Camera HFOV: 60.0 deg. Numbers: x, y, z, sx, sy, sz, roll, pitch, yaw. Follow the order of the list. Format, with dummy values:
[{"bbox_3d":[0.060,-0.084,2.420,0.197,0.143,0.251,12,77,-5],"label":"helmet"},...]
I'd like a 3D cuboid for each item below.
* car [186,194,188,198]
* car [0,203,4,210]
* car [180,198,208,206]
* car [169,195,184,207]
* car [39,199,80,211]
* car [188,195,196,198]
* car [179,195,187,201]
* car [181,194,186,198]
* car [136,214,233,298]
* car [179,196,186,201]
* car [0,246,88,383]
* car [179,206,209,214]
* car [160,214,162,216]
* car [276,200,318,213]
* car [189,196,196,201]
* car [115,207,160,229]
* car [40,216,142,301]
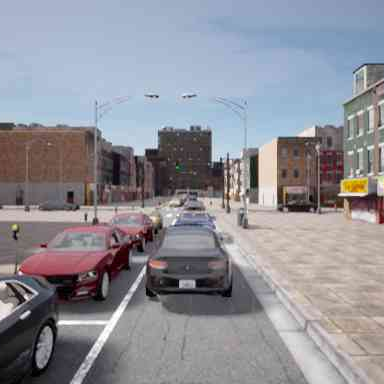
[{"bbox_3d":[-2.544,1.692,78.355,1.752,1.417,4.829,0,0,0],"label":"car"},{"bbox_3d":[-23.246,1.381,36.419,4.892,1.490,1.837,0,0,0],"label":"car"},{"bbox_3d":[0.325,1.535,28.761,1.837,1.490,4.892,0,0,4],"label":"car"},{"bbox_3d":[-2.575,1.604,51.136,1.752,1.417,4.829,0,0,0],"label":"car"},{"bbox_3d":[-14.495,1.503,36.453,4.181,1.385,1.994,0,0,0],"label":"car"},{"bbox_3d":[0.096,1.535,81.834,2.097,1.767,4.553,0,0,0],"label":"car"},{"bbox_3d":[-2.524,1.668,94.858,1.967,1.590,4.097,0,0,0],"label":"car"},{"bbox_3d":[-2.568,1.409,56.750,2.192,1.841,5.009,0,0,0],"label":"car"},{"bbox_3d":[-0.043,1.529,8.427,1.812,1.442,4.674,0,0,1],"label":"car"},{"bbox_3d":[-2.531,1.753,89.414,1.887,1.381,4.507,0,0,0],"label":"car"},{"bbox_3d":[-2.630,1.551,2.866,2.008,1.369,4.403,0,0,0],"label":"car"},{"bbox_3d":[0.115,1.612,16.836,1.895,1.301,4.718,0,0,0],"label":"car"},{"bbox_3d":[-2.612,1.539,19.178,1.752,1.417,4.829,0,0,0],"label":"car"},{"bbox_3d":[12.497,1.684,39.508,5.008,1.535,1.882,1,0,0],"label":"car"},{"bbox_3d":[0.108,1.814,92.014,1.895,1.301,4.718,0,0,0],"label":"car"},{"bbox_3d":[-2.618,1.552,13.855,1.887,1.381,4.507,0,0,0],"label":"car"},{"bbox_3d":[-2.624,1.548,8.360,1.887,1.381,4.507,0,0,0],"label":"car"}]
